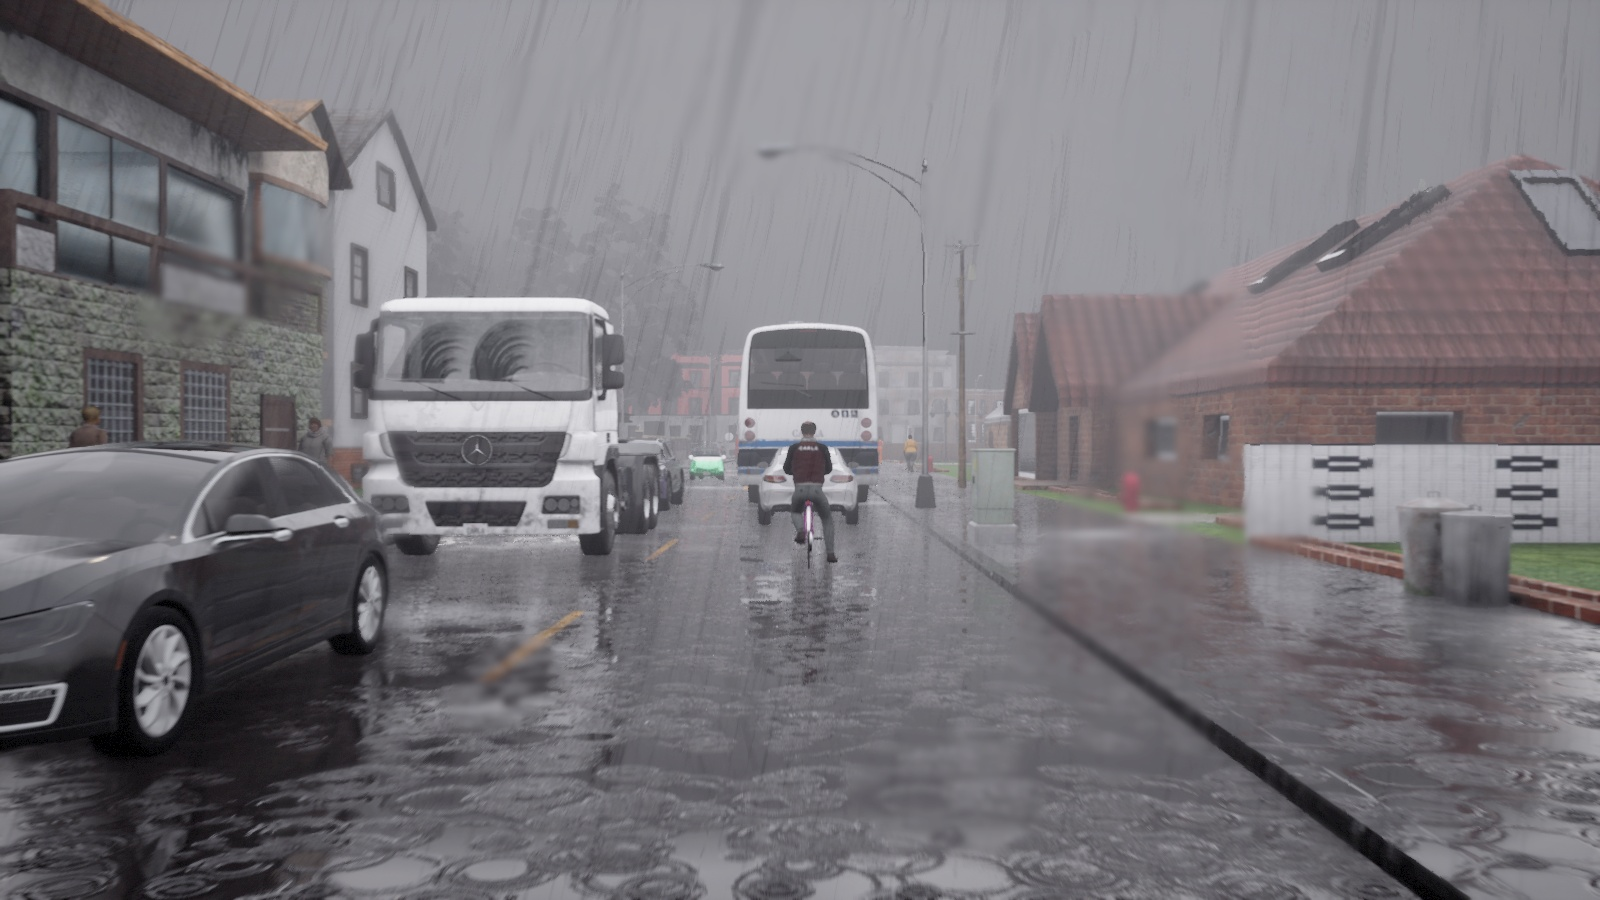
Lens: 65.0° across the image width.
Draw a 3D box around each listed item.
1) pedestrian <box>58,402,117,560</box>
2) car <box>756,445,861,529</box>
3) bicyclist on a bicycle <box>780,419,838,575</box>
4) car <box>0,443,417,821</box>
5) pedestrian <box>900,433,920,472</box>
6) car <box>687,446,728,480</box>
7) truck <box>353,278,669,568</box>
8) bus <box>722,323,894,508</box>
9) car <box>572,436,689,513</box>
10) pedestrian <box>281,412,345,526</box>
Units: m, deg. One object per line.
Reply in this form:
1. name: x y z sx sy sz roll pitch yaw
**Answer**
1. pedestrian: -8.526 0.365 15.036 0.331 1.846 0.634 0 0 2
2. car: 0.157 0.636 24.120 1.812 1.442 4.674 0 0 0
3. bicyclist on a bicycle: 0.104 0.531 15.254 0.659 1.776 1.843 0 1 0
4. car: -3.943 0.706 7.415 1.837 1.490 4.892 0 0 0
5. pedestrian: 5.234 0.124 59.683 0.874 1.855 0.900 0 0 -2
6. car: -3.716 0.512 50.714 1.481 1.376 2.207 0 0 0
7. truck: -3.871 -0.345 18.978 2.891 3.462 7.936 0 0 0
8. bus: 0.223 -0.821 33.946 3.944 4.253 10.273 0 0 0
9. car: -3.815 0.509 29.121 2.033 1.649 4.856 0 0 0
10. pedestrian: -8.488 0.326 21.928 0.659 1.952 0.873 0 0 14
